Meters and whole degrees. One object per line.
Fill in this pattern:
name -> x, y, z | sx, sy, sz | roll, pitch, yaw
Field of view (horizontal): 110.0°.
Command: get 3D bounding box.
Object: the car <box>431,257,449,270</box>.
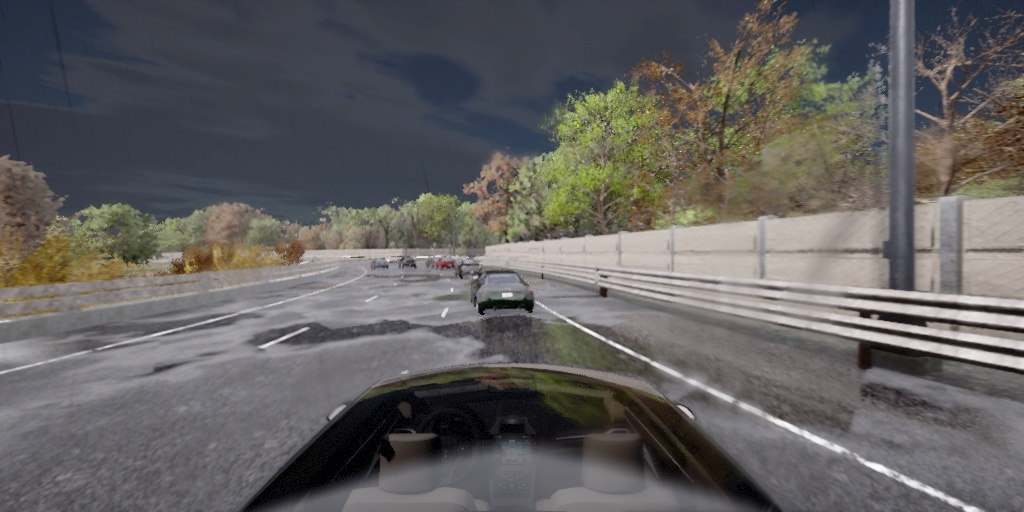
car -> -7.950, 0.882, 42.936 | 1.882, 1.535, 5.008 | -1, 1, -22

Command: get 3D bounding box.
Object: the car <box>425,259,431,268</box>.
car -> -10.427, 0.913, 48.742 | 2.033, 1.411, 5.357 | -1, 1, -26

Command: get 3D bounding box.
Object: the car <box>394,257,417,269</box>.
car -> -14.185, 0.905, 48.375 | 1.837, 1.490, 4.892 | -1, 1, -26

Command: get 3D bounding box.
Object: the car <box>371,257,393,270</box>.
car -> -17.138, 0.987, 46.453 | 2.033, 1.411, 5.357 | -1, 1, -26

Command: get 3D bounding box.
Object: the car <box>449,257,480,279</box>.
car -> -3.643, 0.996, 29.410 | 2.128, 1.511, 4.902 | -1, 0, -15

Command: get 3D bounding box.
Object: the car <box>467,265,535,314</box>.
car -> -0.476, 1.201, 13.428 | 1.994, 1.385, 4.181 | -1, 1, -10
